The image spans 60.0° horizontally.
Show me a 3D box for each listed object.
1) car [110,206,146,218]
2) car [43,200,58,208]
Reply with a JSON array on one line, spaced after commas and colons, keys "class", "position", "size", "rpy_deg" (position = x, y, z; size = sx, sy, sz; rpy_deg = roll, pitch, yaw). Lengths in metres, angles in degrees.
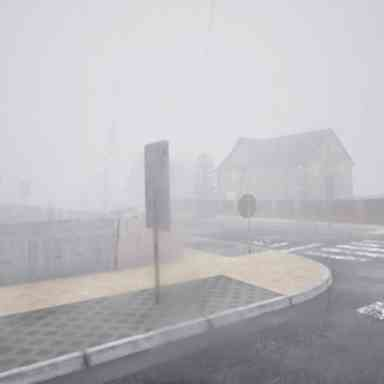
[{"class": "car", "position": [-5.503, 1.911, 28.766], "size": [2.033, 1.411, 5.357], "rpy_deg": [-2, 0, -34]}, {"class": "car", "position": [-23.412, 2.151, 55.016], "size": [1.837, 1.490, 4.892], "rpy_deg": [-2, 0, -34]}]
